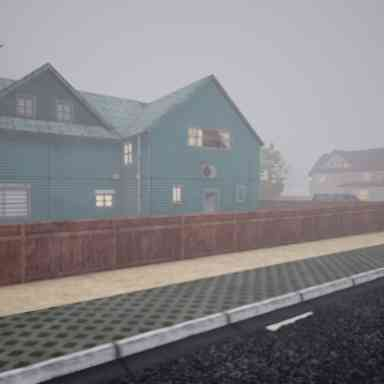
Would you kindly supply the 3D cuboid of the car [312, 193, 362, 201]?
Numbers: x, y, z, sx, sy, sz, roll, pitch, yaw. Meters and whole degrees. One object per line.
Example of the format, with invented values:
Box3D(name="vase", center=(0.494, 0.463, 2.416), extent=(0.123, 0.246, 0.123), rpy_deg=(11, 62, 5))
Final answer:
Box3D(name="car", center=(12.454, 1.134, 27.407), extent=(2.150, 2.045, 5.566), rpy_deg=(0, 0, -36))
